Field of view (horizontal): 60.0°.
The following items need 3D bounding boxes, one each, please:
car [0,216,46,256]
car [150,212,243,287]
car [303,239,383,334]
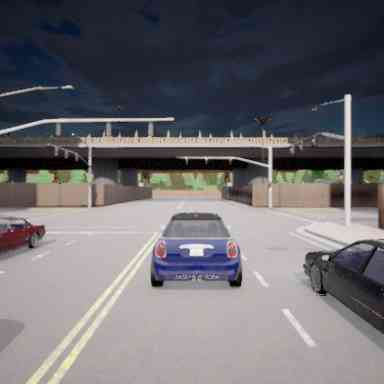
[{"bbox_3d":[-6.998,1.564,11.589,1.895,1.301,4.718,0,0,0],"label":"car"},{"bbox_3d":[0.101,1.322,9.391,2.097,1.767,4.553,0,0,0],"label":"car"},{"bbox_3d":[3.601,1.529,5.629,2.033,1.411,5.357,0,0,0],"label":"car"}]
